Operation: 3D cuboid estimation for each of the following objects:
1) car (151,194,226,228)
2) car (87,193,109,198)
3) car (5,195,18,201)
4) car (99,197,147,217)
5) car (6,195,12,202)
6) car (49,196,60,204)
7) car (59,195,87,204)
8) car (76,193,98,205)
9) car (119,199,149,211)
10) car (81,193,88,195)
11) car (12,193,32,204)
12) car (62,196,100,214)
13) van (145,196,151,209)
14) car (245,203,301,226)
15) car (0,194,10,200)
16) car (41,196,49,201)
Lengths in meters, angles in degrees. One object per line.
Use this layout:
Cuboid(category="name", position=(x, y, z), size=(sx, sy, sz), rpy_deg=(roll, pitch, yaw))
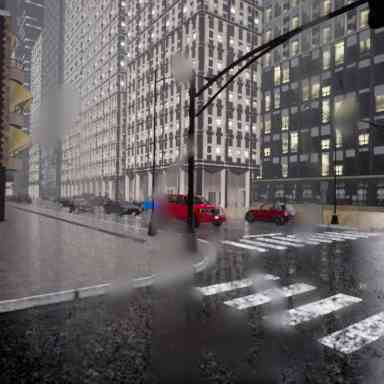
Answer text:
Cuboid(category="car", position=(-0.190, 1.167, 22.114), size=(2.150, 2.045, 5.566), rpy_deg=(1, -1, -37))
Cuboid(category="car", position=(-14.510, 1.377, 53.054), size=(2.097, 1.767, 4.553), rpy_deg=(1, -1, -35))
Cuboid(category="car", position=(-40.396, 1.376, 74.298), size=(2.008, 1.369, 4.403), rpy_deg=(1, -1, -35))
Cuboid(category="car", position=(-6.577, 1.477, 31.154), size=(2.033, 1.411, 5.357), rpy_deg=(1, -1, -35))
Cuboid(category="car", position=(-37.126, 1.395, 69.693), size=(1.947, 1.339, 4.313), rpy_deg=(1, -1, -35))
Cuboid(category="car", position=(-24.238, 1.501, 61.574), size=(2.033, 1.411, 5.357), rpy_deg=(1, -1, -38))
Cuboid(category="car", position=(-15.746, 1.475, 44.126), size=(1.994, 1.385, 4.181), rpy_deg=(1, -1, -35))
Cuboid(category="car", position=(-18.601, 1.245, 58.807), size=(2.150, 2.045, 5.566), rpy_deg=(1, -1, -35))
Cuboid(category="car", position=(-7.400, 1.581, 42.307), size=(2.008, 1.369, 4.403), rpy_deg=(1, -1, -35))
Cuboid(category="car", position=(-18.788, 1.314, 53.867), size=(2.097, 1.767, 4.553), rpy_deg=(1, -1, -36))
Cuboid(category="car", position=(-30.581, 1.153, 60.484), size=(2.192, 1.841, 5.009), rpy_deg=(1, -1, -35))
Cuboid(category="car", position=(-10.961, 1.425, 32.850), size=(2.008, 1.369, 4.403), rpy_deg=(1, -1, -35))
Cuboid(category="van", position=(-4.126, 1.379, 37.703), size=(1.690, 1.788, 3.998), rpy_deg=(1, -1, -35))
Cuboid(category="car", position=(5.685, 1.502, 23.886), size=(1.967, 1.590, 4.097), rpy_deg=(1, -1, -35))
Cuboid(category="car", position=(-46.842, 1.364, 83.372), size=(1.752, 1.417, 4.829), rpy_deg=(1, -1, -35))
Cuboid(category="car", position=(-36.837, 1.567, 83.754), size=(1.802, 1.307, 4.206), rpy_deg=(1, -1, -35))
